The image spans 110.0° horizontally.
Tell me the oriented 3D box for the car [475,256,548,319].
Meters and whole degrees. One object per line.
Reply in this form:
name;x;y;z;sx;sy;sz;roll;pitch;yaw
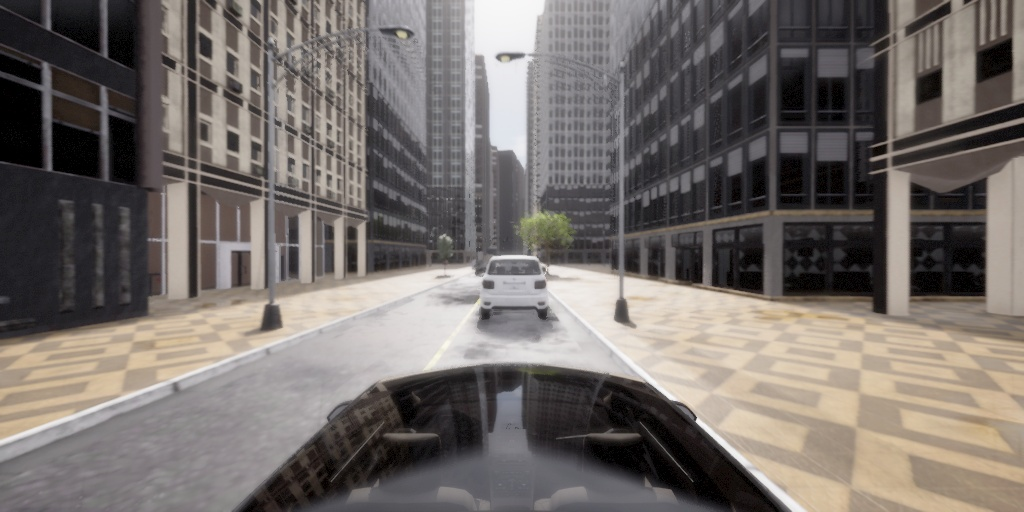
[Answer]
car;0.082;1.018;13.216;2.150;2.045;5.566;0;0;0
